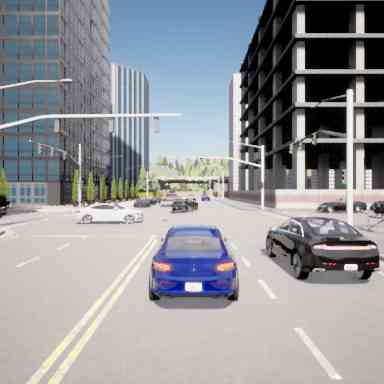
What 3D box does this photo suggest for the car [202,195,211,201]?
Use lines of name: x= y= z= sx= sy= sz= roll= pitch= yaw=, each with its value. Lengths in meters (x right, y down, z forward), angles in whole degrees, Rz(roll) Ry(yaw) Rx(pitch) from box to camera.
car: x=3.347 y=1.495 z=77.827 sx=1.812 sy=1.442 sz=4.674 roll=0 pitch=0 yaw=0

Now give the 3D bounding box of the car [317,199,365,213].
car: x=15.515 y=1.424 z=34.543 sx=4.902 sy=1.511 sz=2.128 roll=0 pitch=0 yaw=0

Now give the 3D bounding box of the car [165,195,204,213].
car: x=-0.731 y=1.453 z=37.056 sx=2.128 sy=1.511 sz=4.902 roll=0 pitch=0 yaw=20

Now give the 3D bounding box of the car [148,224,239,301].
car: x=0.044 y=1.523 z=8.226 sx=1.812 sy=1.442 sz=4.674 roll=0 pitch=0 yaw=0

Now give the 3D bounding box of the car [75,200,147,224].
car: x=-5.819 y=1.490 z=23.544 sx=4.674 sy=1.442 sz=1.812 roll=0 pitch=0 yaw=-1

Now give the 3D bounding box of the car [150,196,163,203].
car: x=-7.151 y=1.524 z=67.525 sx=2.033 sy=1.411 sz=5.357 roll=0 pitch=0 yaw=0

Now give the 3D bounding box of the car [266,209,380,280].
car: x=3.560 y=1.488 z=9.949 sx=2.128 sy=1.511 sz=4.902 roll=0 pitch=0 yaw=-1

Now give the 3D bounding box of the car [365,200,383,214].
car: x=19.762 y=1.155 z=31.054 sx=5.566 sy=2.045 sz=2.150 roll=0 pitch=0 yaw=0

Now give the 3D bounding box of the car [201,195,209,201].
car: x=3.329 y=1.453 z=86.902 sx=1.837 sy=1.490 sz=4.892 roll=0 pitch=0 yaw=0

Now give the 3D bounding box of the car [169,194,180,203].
car: x=-3.638 y=1.331 z=70.027 sx=2.097 sy=1.767 sz=4.553 roll=0 pitch=0 yaw=0

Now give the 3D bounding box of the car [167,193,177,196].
car: x=-3.693 y=1.200 z=60.038 sx=2.150 sy=2.045 sz=5.566 roll=0 pitch=0 yaw=0

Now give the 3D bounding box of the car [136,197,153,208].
car: x=-7.190 y=1.547 z=48.135 sx=1.994 sy=1.385 sz=4.181 roll=0 pitch=0 yaw=0

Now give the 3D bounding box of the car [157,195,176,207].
car: x=-3.695 y=1.583 z=50.263 sx=1.895 sy=1.301 sz=4.718 roll=0 pitch=0 yaw=0

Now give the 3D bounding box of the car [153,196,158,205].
car: x=-7.198 y=1.581 z=56.896 sx=1.895 sy=1.301 sz=4.718 roll=0 pitch=0 yaw=0

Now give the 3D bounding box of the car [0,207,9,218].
car: x=-17.557 y=1.536 z=26.903 sx=4.718 sy=1.301 sz=1.895 roll=0 pitch=0 yaw=-2

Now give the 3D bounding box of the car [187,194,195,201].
car: x=-0.171 y=1.308 z=86.865 sx=2.097 sy=1.767 sz=4.553 roll=0 pitch=0 yaw=0
